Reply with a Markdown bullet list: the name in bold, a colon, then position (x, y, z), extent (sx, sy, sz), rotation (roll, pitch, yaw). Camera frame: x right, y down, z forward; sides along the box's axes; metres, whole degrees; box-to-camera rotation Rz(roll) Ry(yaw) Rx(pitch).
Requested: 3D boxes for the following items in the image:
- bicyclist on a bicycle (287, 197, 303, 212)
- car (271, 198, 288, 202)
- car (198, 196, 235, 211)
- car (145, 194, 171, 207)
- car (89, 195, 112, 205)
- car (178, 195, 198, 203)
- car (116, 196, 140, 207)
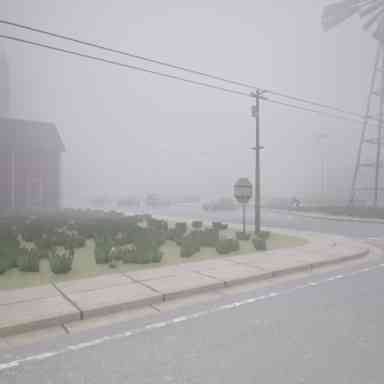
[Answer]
- **bicyclist on a bicycle**: position (10.627, 1.300, 34.282), extent (1.656, 1.620, 0.582), rotation (0, 0, -2)
- **car**: position (12.858, 1.520, 48.449), extent (3.905, 1.438, 1.784), rotation (0, 0, -36)
- **car**: position (3.185, 1.505, 39.884), extent (4.193, 1.474, 1.816), rotation (0, 0, -36)
- **car**: position (-5.241, 1.312, 50.424), extent (3.866, 1.878, 1.905), rotation (0, 0, -36)
- **car**: position (-15.532, 1.491, 57.459), extent (2.128, 1.511, 4.902), rotation (0, 0, -37)
- **car**: position (-0.571, 1.309, 66.477), extent (4.605, 1.855, 1.932), rotation (0, 0, -36)
- **car**: position (-9.530, 1.351, 49.448), extent (2.097, 1.767, 4.553), rotation (0, 0, -36)
